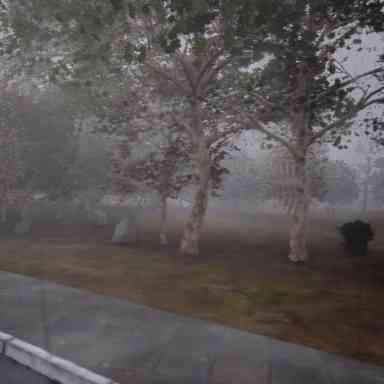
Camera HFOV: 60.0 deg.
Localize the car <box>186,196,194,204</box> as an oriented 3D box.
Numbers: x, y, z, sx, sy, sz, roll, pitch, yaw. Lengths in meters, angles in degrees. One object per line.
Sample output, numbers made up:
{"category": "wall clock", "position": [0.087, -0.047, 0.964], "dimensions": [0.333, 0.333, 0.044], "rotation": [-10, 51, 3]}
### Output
{"category": "car", "position": [0.952, 2.253, 92.439], "dimensions": [2.435, 2.045, 5.566], "rotation": [5, 1, 42]}
